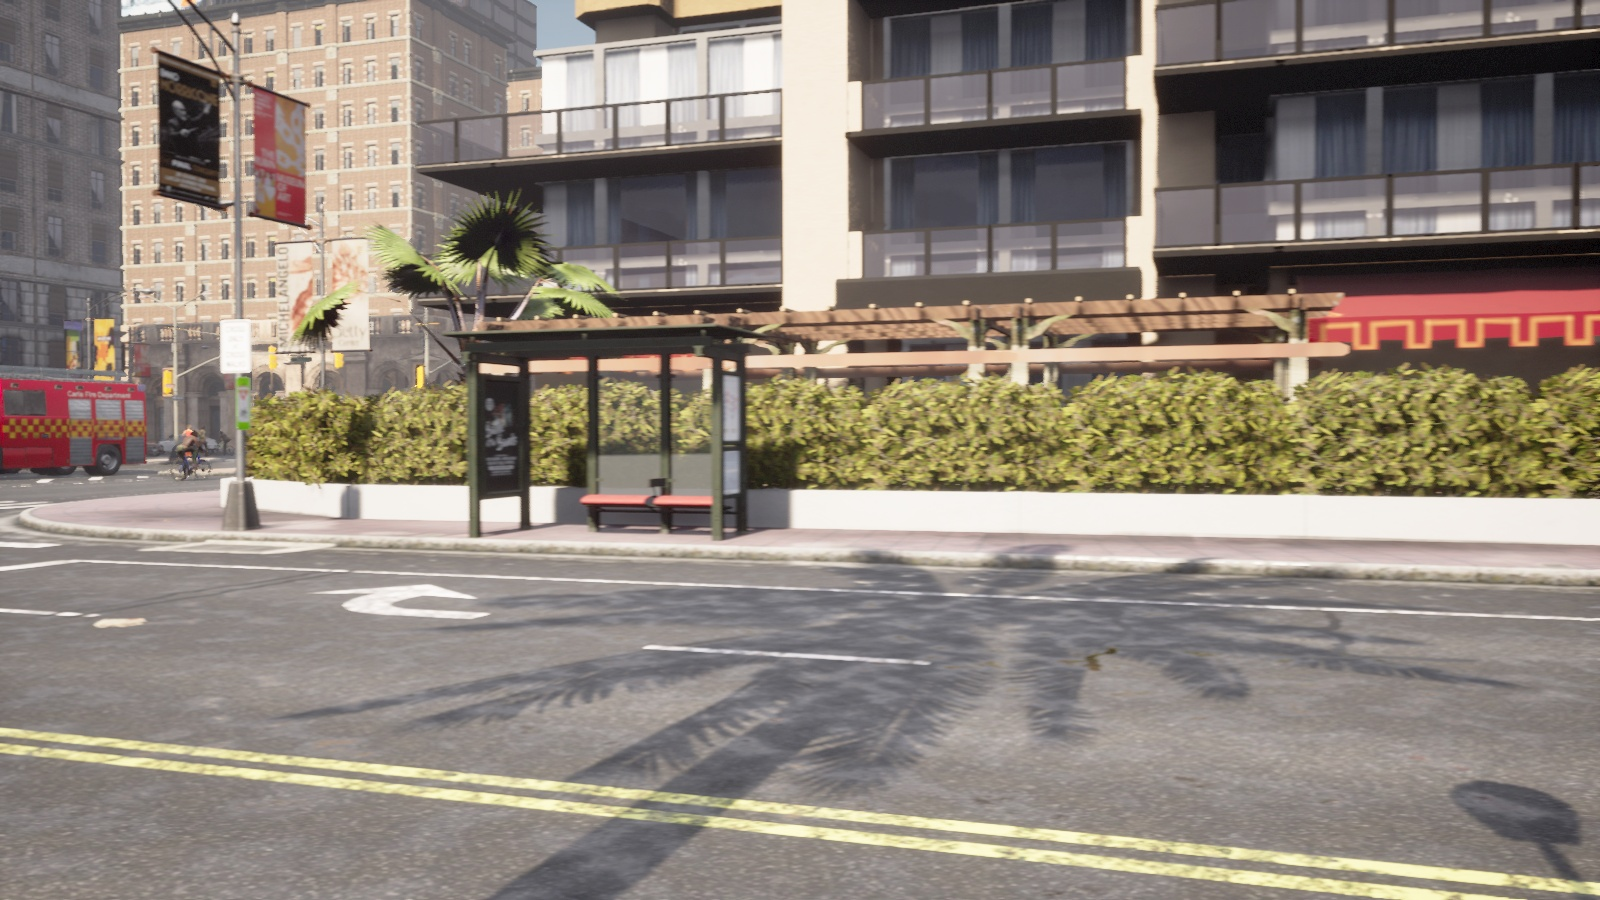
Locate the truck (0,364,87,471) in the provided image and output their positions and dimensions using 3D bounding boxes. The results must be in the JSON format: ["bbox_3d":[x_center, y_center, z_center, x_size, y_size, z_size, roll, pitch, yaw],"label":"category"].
[{"bbox_3d":[-30.279,-1.174,44.969,2.891,3.827,8.468,1,1,18],"label":"truck"}]

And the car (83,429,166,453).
[{"bbox_3d":[-42.172,-0.564,78.367,4.674,1.442,1.812,1,1,18],"label":"car"}]

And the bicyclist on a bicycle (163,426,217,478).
[{"bbox_3d":[-19.651,0.056,40.503,0.582,1.620,1.656,1,1,18],"label":"bicyclist on a bicycle"}]

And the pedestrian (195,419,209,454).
[{"bbox_3d":[-32.887,-0.750,69.089,0.395,1.930,0.692,0,1,8],"label":"pedestrian"}]

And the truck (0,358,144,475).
[{"bbox_3d":[-27.155,-1.134,43.264,2.891,3.827,8.468,1,1,18],"label":"truck"}]
